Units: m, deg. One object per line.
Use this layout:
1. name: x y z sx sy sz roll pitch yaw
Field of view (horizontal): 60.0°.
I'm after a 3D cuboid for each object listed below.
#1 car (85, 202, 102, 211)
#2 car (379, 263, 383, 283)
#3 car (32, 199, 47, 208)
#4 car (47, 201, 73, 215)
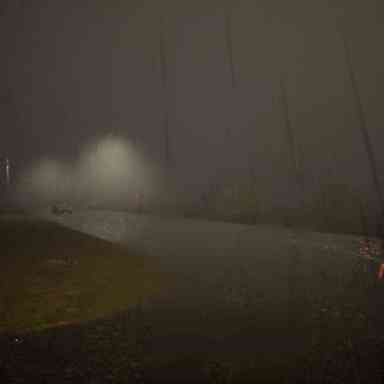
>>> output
1. car: -16.542 2.415 55.633 2.128 1.511 4.902 1 -1 -33
2. car: 6.402 1.514 6.593 2.097 1.767 4.553 1 -1 -32
3. car: -31.737 2.585 69.322 1.837 1.490 4.892 1 -1 -25
4. car: -17.132 2.274 43.702 2.033 1.411 5.357 1 -1 -32
